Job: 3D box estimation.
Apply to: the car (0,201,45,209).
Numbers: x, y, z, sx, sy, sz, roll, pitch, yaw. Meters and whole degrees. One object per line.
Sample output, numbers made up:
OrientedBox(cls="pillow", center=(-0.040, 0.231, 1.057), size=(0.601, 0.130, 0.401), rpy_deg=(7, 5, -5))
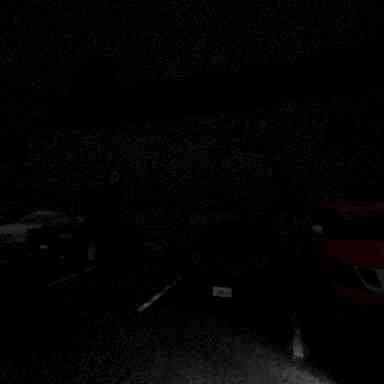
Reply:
OrientedBox(cls="car", center=(-8.544, 1.346, 15.616), size=(2.185, 1.767, 4.553), rpy_deg=(1, -1, 16))

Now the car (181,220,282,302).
OrientedBox(cls="car", center=(1.214, 1.511, 8.584), size=(2.163, 1.488, 4.792), rpy_deg=(1, -1, 15))

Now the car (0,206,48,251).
OrientedBox(cls="car", center=(-6.110, 1.518, 13.844), size=(2.002, 1.452, 4.674), rpy_deg=(1, -1, 16))

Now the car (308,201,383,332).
OrientedBox(cls="car", center=(3.663, 1.234, 6.844), size=(2.435, 2.045, 5.566), rpy_deg=(1, -1, 15))

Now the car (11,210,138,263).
OrientedBox(cls="car", center=(-3.673, 1.481, 12.094), size=(2.097, 1.535, 5.008), rpy_deg=(0, -1, 16))
